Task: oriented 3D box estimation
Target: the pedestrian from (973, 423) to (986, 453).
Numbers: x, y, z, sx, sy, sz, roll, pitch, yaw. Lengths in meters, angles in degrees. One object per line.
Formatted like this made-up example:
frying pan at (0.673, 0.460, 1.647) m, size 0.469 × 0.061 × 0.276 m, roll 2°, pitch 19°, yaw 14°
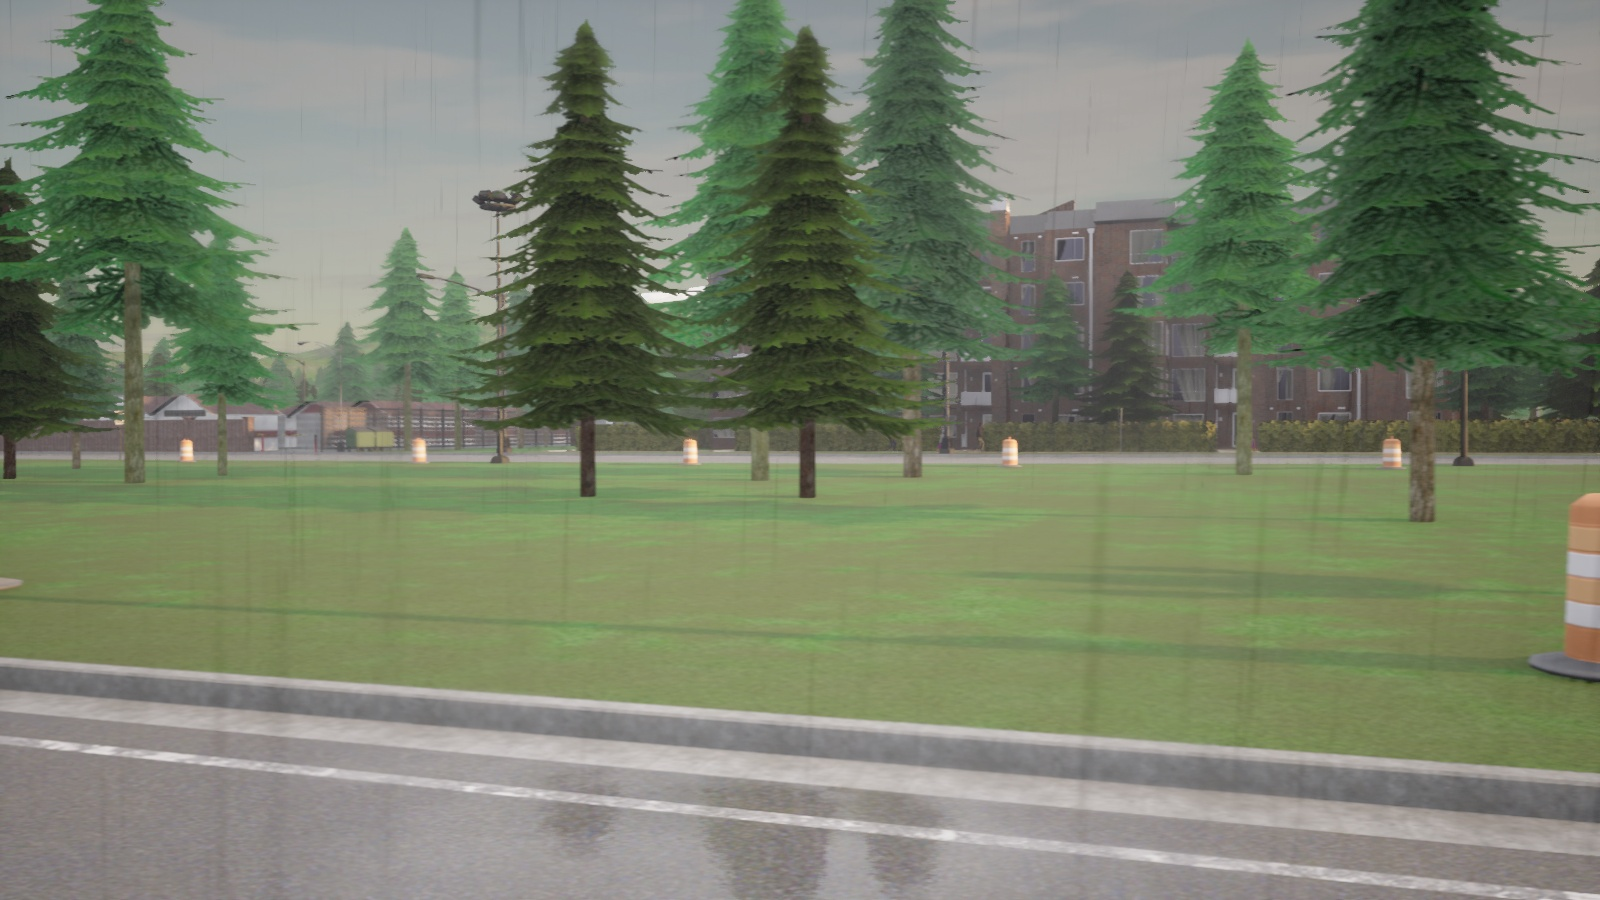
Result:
pedestrian at (10.874, -0.724, 76.211) m, size 0.703 × 1.840 × 0.431 m, roll 1°, pitch 1°, yaw 20°
